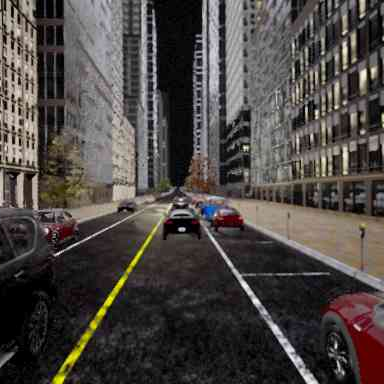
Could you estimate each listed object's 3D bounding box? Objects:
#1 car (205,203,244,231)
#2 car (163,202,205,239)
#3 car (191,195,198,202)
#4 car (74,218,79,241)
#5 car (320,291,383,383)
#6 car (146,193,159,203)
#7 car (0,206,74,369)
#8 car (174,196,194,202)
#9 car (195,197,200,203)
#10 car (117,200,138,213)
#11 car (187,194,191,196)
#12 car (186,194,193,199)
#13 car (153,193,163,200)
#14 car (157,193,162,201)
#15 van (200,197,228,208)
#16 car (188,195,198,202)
[{"bbox_3d":[2.006,1.532,19.720,1.802,1.307,4.206,-1,0,-2],"label":"car"},{"bbox_3d":[-0.522,1.497,17.170,1.812,1.442,4.674,0,0,-2],"label":"car"},{"bbox_3d":[1.166,1.458,42.473,2.008,1.369,4.403,-1,0,-2],"label":"car"},{"bbox_3d":[-6.161,1.456,13.737,1.967,1.590,4.097,-1,0,-2],"label":"car"},{"bbox_3d":[2.635,1.418,2.656,1.967,1.590,4.097,-1,0,-2],"label":"car"},{"bbox_3d":[-8.044,1.440,64.760,1.752,1.417,4.829,-1,0,-2],"label":"car"},{"bbox_3d":[-3.066,1.236,2.928,2.150,2.045,5.566,0,0,-2],"label":"car"},{"bbox_3d":[-1.183,1.486,35.593,2.033,1.411,5.357,0,0,-2],"label":"car"},{"bbox_3d":[1.586,1.474,31.097,1.887,1.381,4.507,-1,0,-2],"label":"car"},{"bbox_3d":[-6.999,1.541,36.488,1.947,1.339,4.313,-1,0,-2],"label":"car"},{"bbox_3d":[0.325,1.424,65.227,1.947,1.339,4.313,-1,0,-2],"label":"car"},{"bbox_3d":[-0.726,1.335,93.669,2.008,1.369,4.403,-1,0,-2],"label":"car"},{"bbox_3d":[-8.894,1.171,87.682,2.192,1.841,5.009,-1,0,-2],"label":"car"},{"bbox_3d":[-8.474,1.202,76.305,2.192,1.841,5.009,-1,0,-2],"label":"car"},{"bbox_3d":[1.794,1.281,25.408,1.690,1.788,3.998,-1,0,-2],"label":"van"},{"bbox_3d":[0.114,1.396,70.915,2.008,1.369,4.403,-1,0,-2],"label":"car"}]
